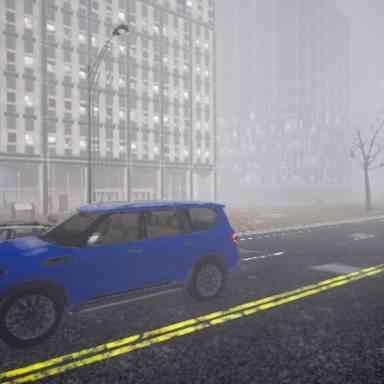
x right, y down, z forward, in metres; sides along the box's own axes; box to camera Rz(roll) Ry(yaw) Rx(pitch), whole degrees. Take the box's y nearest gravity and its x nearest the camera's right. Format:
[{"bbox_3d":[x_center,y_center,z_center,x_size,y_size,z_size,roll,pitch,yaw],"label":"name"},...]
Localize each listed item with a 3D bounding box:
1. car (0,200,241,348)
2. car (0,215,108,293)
[{"bbox_3d":[-1.508,1.216,6.669,5.566,2.045,2.150,0,0,-36],"label":"car"},{"bbox_3d":[-4.838,1.496,8.271,4.902,1.511,2.128,0,0,-36],"label":"car"}]
